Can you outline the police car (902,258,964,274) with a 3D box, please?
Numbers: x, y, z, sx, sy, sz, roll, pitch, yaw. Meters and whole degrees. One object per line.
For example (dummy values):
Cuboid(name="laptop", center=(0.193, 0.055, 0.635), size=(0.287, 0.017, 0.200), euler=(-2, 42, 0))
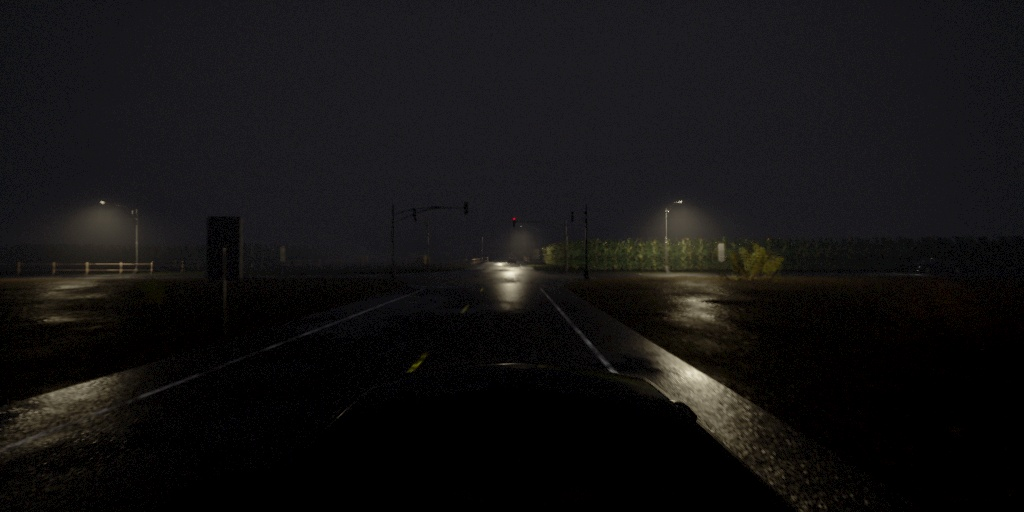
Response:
Cuboid(name="police car", center=(43.409, 0.983, 37.134), size=(5.238, 1.638, 1.930), euler=(0, 0, 0))
